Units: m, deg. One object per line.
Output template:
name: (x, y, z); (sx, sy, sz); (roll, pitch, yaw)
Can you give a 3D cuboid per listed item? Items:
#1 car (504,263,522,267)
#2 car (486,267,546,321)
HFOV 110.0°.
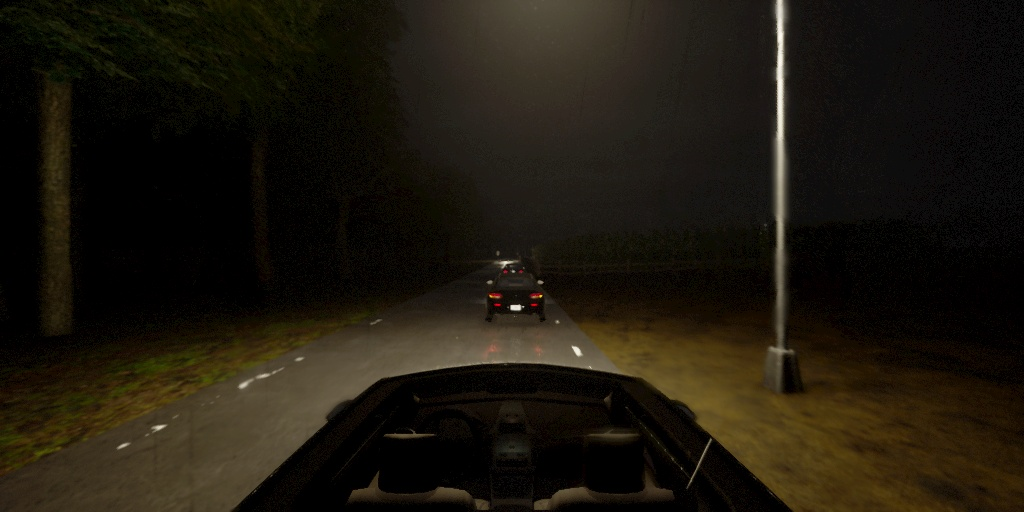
car: (0.101, 1.283, 30.369); (2.033, 1.411, 5.357); (0, 0, 0)
car: (0.113, 1.278, 12.362); (1.812, 1.442, 4.674); (0, 0, 0)
